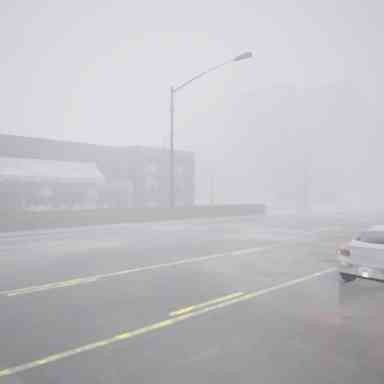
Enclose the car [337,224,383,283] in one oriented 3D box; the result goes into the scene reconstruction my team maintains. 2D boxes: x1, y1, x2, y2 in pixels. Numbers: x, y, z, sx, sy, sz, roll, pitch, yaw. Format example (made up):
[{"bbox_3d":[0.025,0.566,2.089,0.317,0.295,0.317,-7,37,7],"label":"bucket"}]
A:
[{"bbox_3d":[5.515,1.561,8.745,4.674,1.442,1.812,1,0,-41],"label":"car"}]
